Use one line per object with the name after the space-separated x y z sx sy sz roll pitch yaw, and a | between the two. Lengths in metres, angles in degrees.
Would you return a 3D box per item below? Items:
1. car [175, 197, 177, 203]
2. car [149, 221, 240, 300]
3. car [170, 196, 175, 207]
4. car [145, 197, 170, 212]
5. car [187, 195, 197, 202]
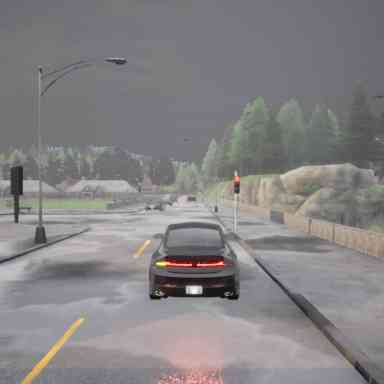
-4.036 1.559 68.261 1.994 1.385 4.181 0 0 0 | car
0.057 1.505 8.381 1.837 1.490 4.892 0 0 0 | car
-4.117 1.525 52.493 1.812 1.442 4.674 0 0 0 | car
-4.214 1.492 38.734 2.128 1.511 4.902 0 0 3 | car
-0.032 1.324 70.999 1.882 1.535 5.008 0 0 0 | car
